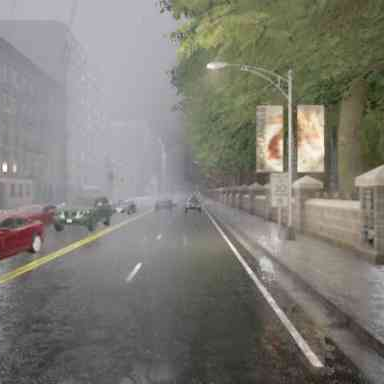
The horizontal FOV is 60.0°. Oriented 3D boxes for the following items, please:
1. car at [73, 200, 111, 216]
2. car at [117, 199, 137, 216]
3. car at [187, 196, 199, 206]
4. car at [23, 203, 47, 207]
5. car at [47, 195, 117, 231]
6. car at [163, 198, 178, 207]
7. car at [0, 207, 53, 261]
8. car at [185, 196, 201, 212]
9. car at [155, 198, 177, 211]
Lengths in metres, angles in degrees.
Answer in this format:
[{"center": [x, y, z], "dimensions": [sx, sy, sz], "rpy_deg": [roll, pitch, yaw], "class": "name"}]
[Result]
[{"center": [-9.798, 1.517, 33.066], "dimensions": [2.033, 1.411, 5.357], "rpy_deg": [0, 0, 1], "class": "car"}, {"center": [-6.549, 1.463, 32.296], "dimensions": [2.128, 1.511, 4.902], "rpy_deg": [0, 0, 0], "class": "car"}, {"center": [0.116, 1.449, 53.843], "dimensions": [1.837, 1.490, 4.892], "rpy_deg": [0, 0, 0], "class": "car"}, {"center": [-9.817, 1.459, 21.023], "dimensions": [1.882, 1.535, 5.008], "rpy_deg": [0, 0, 0], "class": "car"}, {"center": [-6.565, 1.203, 20.651], "dimensions": [2.150, 2.045, 5.566], "rpy_deg": [0, 0, 1], "class": "car"}, {"center": [-3.224, 1.551, 49.808], "dimensions": [1.895, 1.301, 4.718], "rpy_deg": [0, 0, 0], "class": "car"}, {"center": [-6.580, 1.469, 10.709], "dimensions": [1.882, 1.535, 5.008], "rpy_deg": [0, 0, 0], "class": "car"}, {"center": [0.118, 1.511, 38.326], "dimensions": [2.033, 1.411, 5.357], "rpy_deg": [0, 0, 0], "class": "car"}, {"center": [-3.231, 1.455, 39.055], "dimensions": [2.128, 1.511, 4.902], "rpy_deg": [0, 0, 0], "class": "car"}]
